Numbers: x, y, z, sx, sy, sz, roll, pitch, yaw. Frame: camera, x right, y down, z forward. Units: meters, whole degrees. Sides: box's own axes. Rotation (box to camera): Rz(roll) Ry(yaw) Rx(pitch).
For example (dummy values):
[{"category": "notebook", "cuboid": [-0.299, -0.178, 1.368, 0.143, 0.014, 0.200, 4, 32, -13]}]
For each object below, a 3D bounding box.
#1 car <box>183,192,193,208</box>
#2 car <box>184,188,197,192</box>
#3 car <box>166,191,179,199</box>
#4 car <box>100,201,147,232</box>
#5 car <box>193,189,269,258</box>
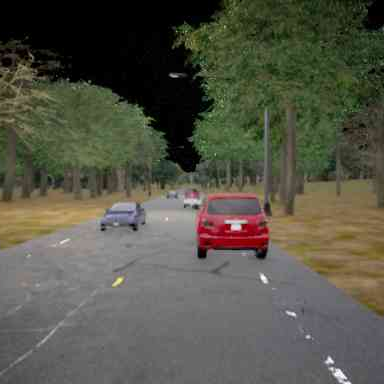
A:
[{"category": "car", "cuboid": [0.057, 1.001, 36.659, 1.895, 1.301, 4.718, 0, 1, 0]}, {"category": "car", "cuboid": [0.016, 0.421, 47.977, 2.150, 2.045, 5.566, 0, 1, 0]}, {"category": "car", "cuboid": [-3.528, 0.497, 59.925, 1.812, 1.442, 4.674, 0, 1, 1]}, {"category": "car", "cuboid": [-3.606, 1.234, 18.153, 1.812, 1.442, 4.674, 0, 1, 0]}, {"category": "car", "cuboid": [1.228, 1.032, 11.957, 2.150, 2.045, 5.566, 0, 1, 0]}]
